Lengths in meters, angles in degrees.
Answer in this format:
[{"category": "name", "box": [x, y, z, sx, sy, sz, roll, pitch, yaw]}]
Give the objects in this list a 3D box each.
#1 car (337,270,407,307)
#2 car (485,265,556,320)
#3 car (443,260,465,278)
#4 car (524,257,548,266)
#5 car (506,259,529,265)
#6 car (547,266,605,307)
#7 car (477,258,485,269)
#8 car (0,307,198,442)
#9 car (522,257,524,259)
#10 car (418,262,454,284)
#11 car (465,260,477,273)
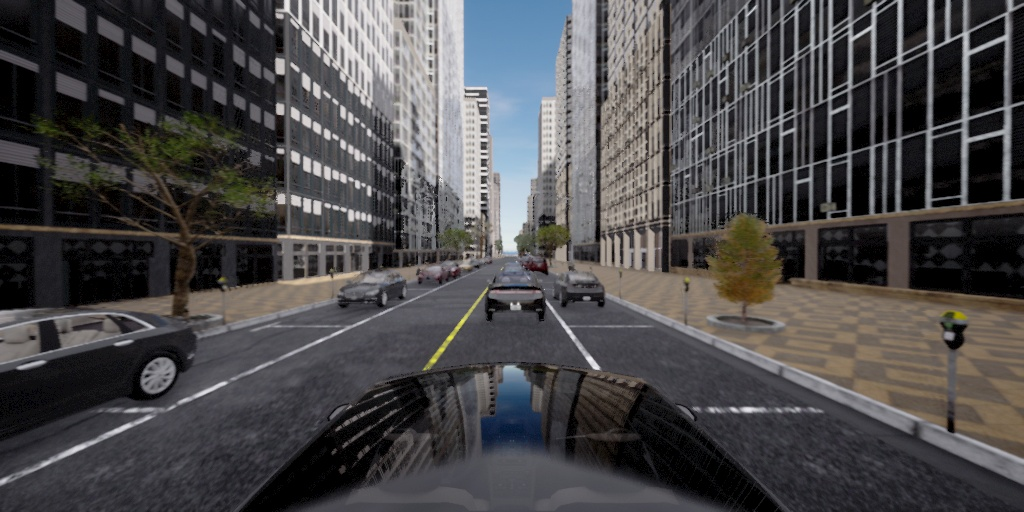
[{"category": "car", "box": [-5.689, 1.284, 15.085, 2.007, 1.370, 4.403, 0, 0, 0]}, {"category": "car", "box": [0.105, 1.228, 12.493, 2.128, 1.511, 4.902, 0, 0, 0]}, {"category": "car", "box": [-5.685, 1.153, 32.136, 1.967, 1.591, 4.097, 0, 0, 0]}, {"category": "car", "box": [2.697, 1.020, 37.818, 2.192, 1.841, 5.009, 0, 0, 0]}, {"category": "car", "box": [0.105, 1.261, 31.031, 2.033, 1.411, 5.357, 0, 0, 0]}, {"category": "car", "box": [2.692, 1.284, 15.083, 2.007, 1.370, 4.403, 0, 0, 0]}, {"category": "car", "box": [-5.681, 1.249, 54.871, 1.948, 1.339, 4.313, 0, 0, 0]}, {"category": "car", "box": [-5.691, 1.298, 3.718, 2.007, 1.370, 4.403, 0, 0, 0]}, {"category": "car", "box": [2.698, 1.013, 43.502, 2.192, 1.841, 5.009, 0, 0, 0]}, {"category": "car", "box": [-5.686, 1.302, 26.452, 1.802, 1.307, 4.207, 0, 0, 0]}, {"category": "car", "box": [-5.682, 1.224, 43.334, 1.751, 1.417, 4.829, 0, 0, 0]}]
